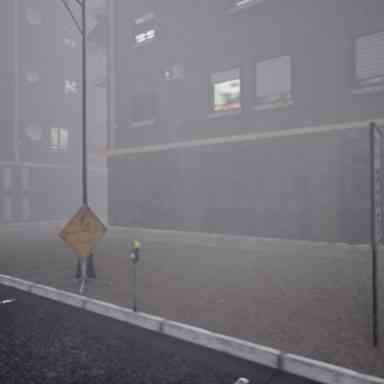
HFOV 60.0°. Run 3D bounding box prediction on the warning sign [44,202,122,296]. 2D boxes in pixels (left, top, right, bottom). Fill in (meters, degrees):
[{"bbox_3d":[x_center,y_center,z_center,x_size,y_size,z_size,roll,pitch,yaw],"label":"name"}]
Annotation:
[{"bbox_3d":[-2.457,1.183,7.548,1.060,1.860,1.300,-1,0,35],"label":"warning sign"}]
